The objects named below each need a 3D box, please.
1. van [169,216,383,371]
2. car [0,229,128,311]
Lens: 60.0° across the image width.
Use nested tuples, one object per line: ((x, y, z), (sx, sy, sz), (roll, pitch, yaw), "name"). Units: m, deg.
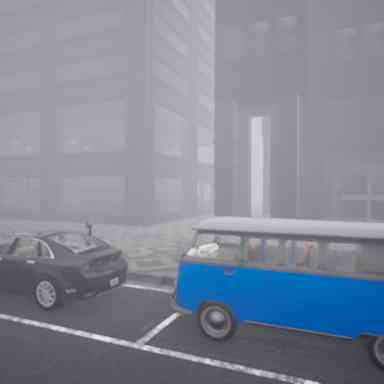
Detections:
((1.660, 1.318, 5.111), (3.998, 1.788, 1.690), (0, 0, 23), "van")
((-3.515, 1.505, 7.346), (4.403, 1.369, 2.008), (0, 0, 23), "car")
